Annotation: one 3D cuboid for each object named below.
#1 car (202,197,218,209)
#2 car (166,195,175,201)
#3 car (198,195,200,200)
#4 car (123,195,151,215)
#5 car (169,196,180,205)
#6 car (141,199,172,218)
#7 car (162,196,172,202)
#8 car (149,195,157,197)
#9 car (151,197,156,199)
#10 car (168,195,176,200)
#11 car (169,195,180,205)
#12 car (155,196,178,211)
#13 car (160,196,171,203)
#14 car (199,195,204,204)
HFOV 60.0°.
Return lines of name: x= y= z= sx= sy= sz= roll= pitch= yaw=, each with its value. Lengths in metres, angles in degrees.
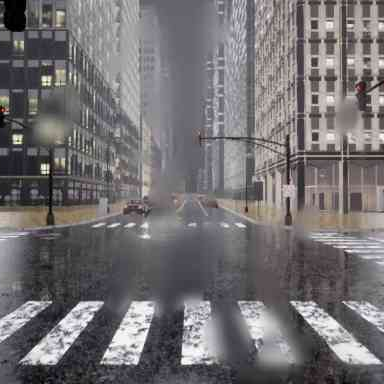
car: x=2.661 y=1.599 z=45.037 sx=1.802 sy=1.307 sz=4.206 roll=1 pitch=0 yaw=0
car: x=-5.760 y=1.587 z=89.568 sx=2.008 sy=1.369 sz=4.403 roll=1 pitch=0 yaw=0
car: x=2.646 y=1.590 z=61.770 sx=1.947 sy=1.339 sz=4.313 roll=1 pitch=0 yaw=0
car: x=-5.706 y=1.453 z=33.817 sx=1.967 sy=1.590 sz=4.097 roll=1 pitch=0 yaw=0
car: x=-3.103 y=1.528 z=59.791 sx=1.837 sy=1.490 sz=4.892 roll=0 pitch=0 yaw=1
car: x=-3.127 y=1.612 z=29.992 sx=1.895 sy=1.301 sz=4.718 roll=0 pitch=0 yaw=0
car: x=-5.749 y=1.582 z=78.418 sx=2.008 sy=1.369 sz=4.403 roll=1 pitch=0 yaw=0
car: x=-5.714 y=1.332 z=44.967 sx=2.192 sy=1.841 sz=5.009 roll=1 pitch=0 yaw=0
car: x=-5.714 y=1.597 z=39.392 sx=1.802 sy=1.307 sz=4.206 roll=1 pitch=0 yaw=0
car: x=-5.766 y=1.605 z=95.143 sx=1.947 sy=1.339 sz=4.313 roll=1 pitch=0 yaw=0
car: x=-3.137 y=1.371 z=49.382 sx=2.097 sy=1.767 sz=4.553 roll=0 pitch=0 yaw=0
car: x=-3.132 y=1.562 z=39.877 sx=2.033 sy=1.411 sz=5.357 roll=0 pitch=0 yaw=0
car: x=-5.744 y=1.573 z=72.843 sx=1.887 sy=1.381 sz=4.507 roll=1 pitch=0 yaw=0
car: x=2.652 y=1.547 z=56.362 sx=1.752 sy=1.417 sz=4.829 roll=1 pitch=0 yaw=0
